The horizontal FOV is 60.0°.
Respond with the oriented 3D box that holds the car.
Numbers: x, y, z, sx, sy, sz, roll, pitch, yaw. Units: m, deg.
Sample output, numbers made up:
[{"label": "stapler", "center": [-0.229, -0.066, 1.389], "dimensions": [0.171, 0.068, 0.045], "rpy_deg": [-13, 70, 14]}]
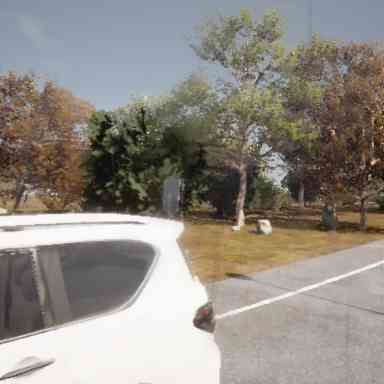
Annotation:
[{"label": "car", "center": [-2.346, 1.232, 2.097], "dimensions": [5.566, 2.045, 2.150], "rpy_deg": [0, 0, -36]}]
